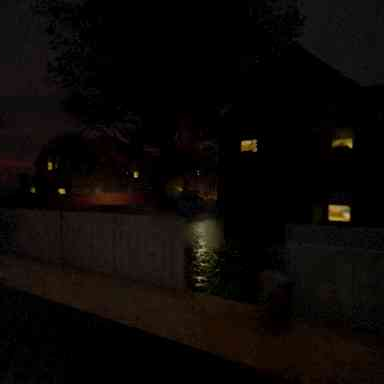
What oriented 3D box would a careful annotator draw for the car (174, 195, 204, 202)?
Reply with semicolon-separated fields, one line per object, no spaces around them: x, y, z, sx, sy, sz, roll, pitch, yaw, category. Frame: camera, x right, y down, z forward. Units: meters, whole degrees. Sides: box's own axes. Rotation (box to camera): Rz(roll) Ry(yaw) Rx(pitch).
-0.263;1.029;38.360;1.994;1.385;4.181;2;2;35;car
